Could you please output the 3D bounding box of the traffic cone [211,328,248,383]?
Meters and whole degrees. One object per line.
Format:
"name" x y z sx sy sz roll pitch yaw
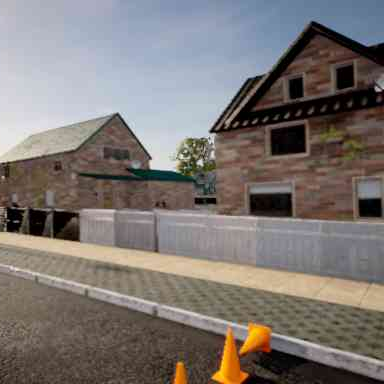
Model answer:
"traffic cone" 0.464 1.970 4.068 0.340 0.580 0.340 0 0 36

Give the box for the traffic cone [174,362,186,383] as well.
"traffic cone" -0.117 1.967 3.255 0.340 0.580 0.340 0 0 36
